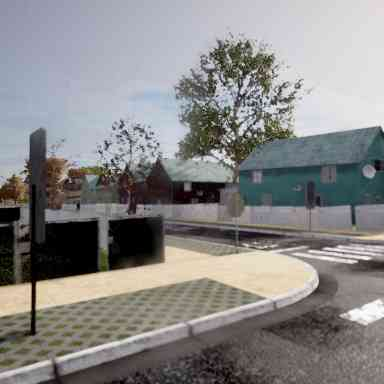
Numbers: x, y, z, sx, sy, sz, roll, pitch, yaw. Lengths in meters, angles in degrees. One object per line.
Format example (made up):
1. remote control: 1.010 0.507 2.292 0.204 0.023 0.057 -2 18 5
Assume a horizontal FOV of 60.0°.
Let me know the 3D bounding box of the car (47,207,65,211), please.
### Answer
1. car: -19.233 2.750 46.671 1.895 1.301 4.718 1 -2 -35
